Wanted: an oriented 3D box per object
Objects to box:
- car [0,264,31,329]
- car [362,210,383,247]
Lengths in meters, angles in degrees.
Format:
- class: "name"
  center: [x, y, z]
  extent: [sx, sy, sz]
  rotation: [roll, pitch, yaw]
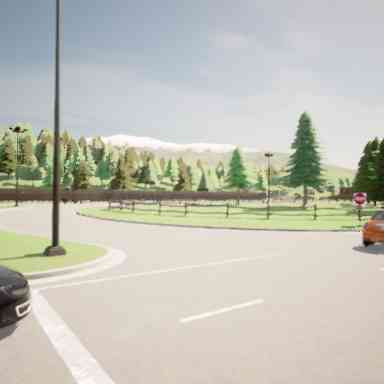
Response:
- class: "car"
  center: [-4.904, 1.490, 4.550]
  extent: [4.892, 1.490, 1.837]
  rotation: [0, 0, -35]
- class: "car"
  center: [9.662, 1.537, 14.920]
  extent: [4.553, 1.767, 2.097]
  rotation: [1, 0, -35]
